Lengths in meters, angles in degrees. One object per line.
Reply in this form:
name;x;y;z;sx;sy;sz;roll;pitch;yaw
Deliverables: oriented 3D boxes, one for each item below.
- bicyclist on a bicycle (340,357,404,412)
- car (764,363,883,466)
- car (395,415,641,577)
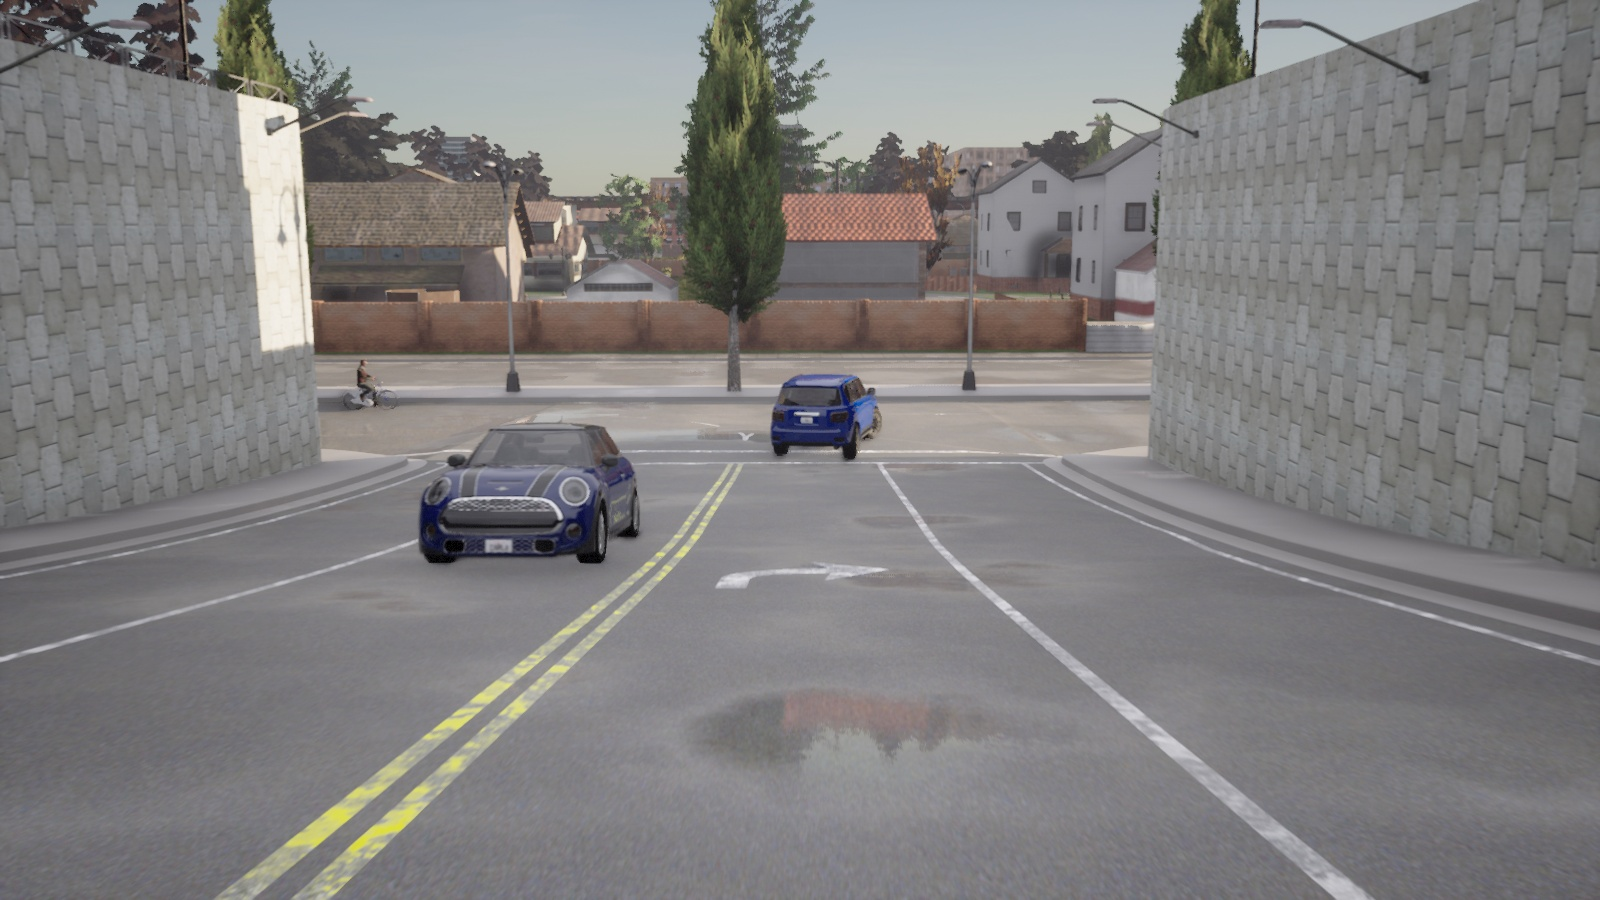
bicyclist on a bicycle;-14.394;-2.200;42.257;1.843;1.776;0.659;0;10;-1
car;0.755;-1.071;33.908;2.150;2.045;5.566;2;9;12
car;-3.394;0.444;16.103;2.097;1.767;4.553;0;2;0
